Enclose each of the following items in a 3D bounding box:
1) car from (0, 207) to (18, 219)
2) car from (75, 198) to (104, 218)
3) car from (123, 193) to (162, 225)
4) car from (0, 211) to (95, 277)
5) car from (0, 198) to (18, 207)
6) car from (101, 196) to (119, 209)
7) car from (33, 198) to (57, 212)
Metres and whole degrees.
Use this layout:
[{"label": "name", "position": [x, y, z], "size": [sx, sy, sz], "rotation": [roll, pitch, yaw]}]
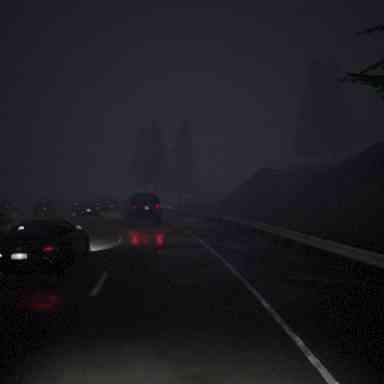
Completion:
[{"label": "car", "position": [-8.482, 1.536, 13.927], "size": [1.895, 1.301, 4.718], "rotation": [0, 0, -10]}, {"label": "car", "position": [-8.922, 1.412, 28.373], "size": [1.994, 1.385, 4.181], "rotation": [0, 0, -20]}, {"label": "car", "position": [-3.528, 1.086, 23.260], "size": [2.150, 2.045, 5.566], "rotation": [0, 0, -15]}, {"label": "car", "position": [-4.399, 1.513, 10.032], "size": [1.994, 1.385, 4.181], "rotation": [0, 0, -7]}, {"label": "car", "position": [-20.066, 1.354, 36.237], "size": [1.812, 1.442, 4.674], "rotation": [0, 0, -28]}, {"label": "car", "position": [-10.129, 1.288, 39.765], "size": [1.837, 1.490, 4.892], "rotation": [0, 1, -27]}, {"label": "car", "position": [-13.932, 1.319, 31.597], "size": [1.882, 1.535, 5.008], "rotation": [0, 0, -23]}]
